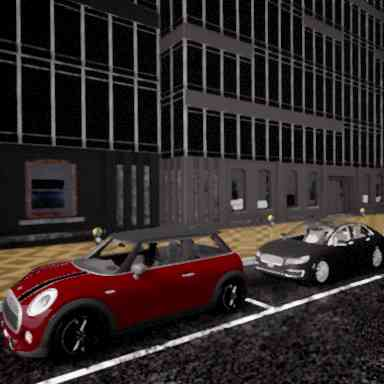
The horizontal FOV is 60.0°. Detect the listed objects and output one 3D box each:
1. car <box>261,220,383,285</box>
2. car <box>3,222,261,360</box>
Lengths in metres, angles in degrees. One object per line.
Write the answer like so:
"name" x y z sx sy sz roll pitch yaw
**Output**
"car" 3.641 1.477 9.154 4.403 1.369 2.008 -1 0 -35
"car" -0.995 1.418 5.850 4.097 1.590 1.967 -1 0 -35
